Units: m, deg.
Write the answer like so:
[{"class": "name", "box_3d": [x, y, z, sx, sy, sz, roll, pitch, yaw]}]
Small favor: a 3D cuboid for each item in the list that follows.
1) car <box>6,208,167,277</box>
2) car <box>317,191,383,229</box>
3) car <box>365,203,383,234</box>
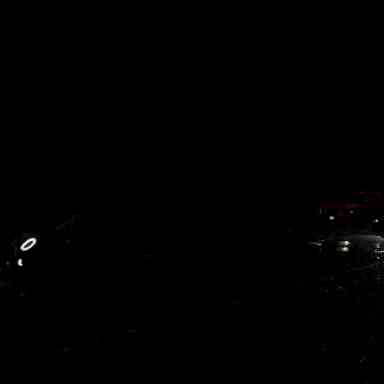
[{"class": "car", "box_3d": [-3.133, 1.333, 10.293, 4.553, 1.767, 2.097, 0, 0, -35]}, {"class": "car", "box_3d": [9.911, 0.996, 20.481, 5.566, 2.045, 2.150, -3, 2, -41]}, {"class": "car", "box_3d": [10.676, 1.378, 16.634, 4.181, 1.385, 1.994, -1, 1, -41]}]
